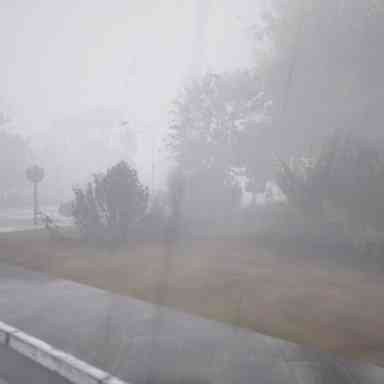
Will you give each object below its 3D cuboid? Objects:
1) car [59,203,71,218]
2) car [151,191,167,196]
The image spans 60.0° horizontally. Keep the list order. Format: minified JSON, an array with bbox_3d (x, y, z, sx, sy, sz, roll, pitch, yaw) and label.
[{"bbox_3d":[-7.968,1.196,26.210,1.882,1.535,5.008,1,0,32],"label":"car"},{"bbox_3d":[-5.148,0.833,44.040,2.150,2.045,5.566,1,1,32],"label":"car"}]
